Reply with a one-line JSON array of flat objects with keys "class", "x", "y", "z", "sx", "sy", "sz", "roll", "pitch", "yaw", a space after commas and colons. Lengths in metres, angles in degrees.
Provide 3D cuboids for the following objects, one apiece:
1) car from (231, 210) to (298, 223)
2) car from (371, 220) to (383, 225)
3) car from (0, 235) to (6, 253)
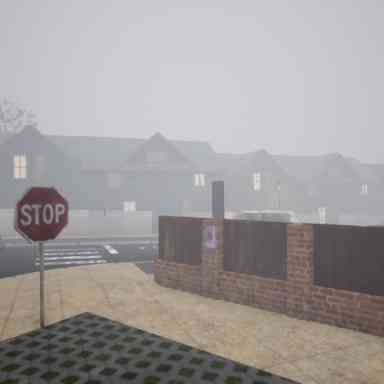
[{"class": "car", "x": 3.624, "y": 2.062, "z": 19.387, "sx": 5.566, "sy": 2.045, "sz": 2.150, "roll": 3, "pitch": -2, "yaw": -22}, {"class": "car", "x": 14.151, "y": 2.749, "z": 23.663, "sx": 4.902, "sy": 1.511, "sz": 2.128, "roll": 2, "pitch": -2, "yaw": -22}, {"class": "car", "x": -8.782, "y": 1.751, "z": 10.486, "sx": 2.033, "sy": 1.411, "sz": 5.357, "roll": 0, "pitch": -3, "yaw": 23}]
